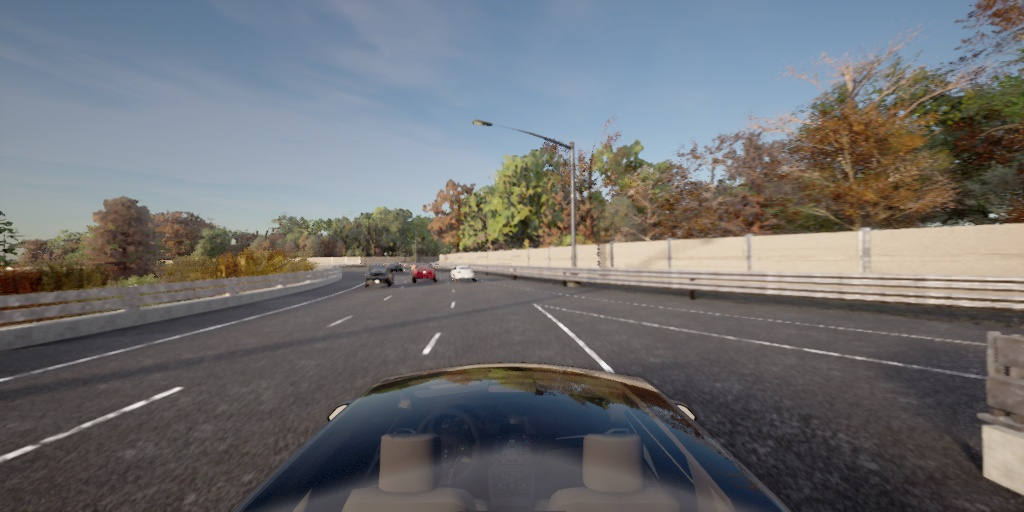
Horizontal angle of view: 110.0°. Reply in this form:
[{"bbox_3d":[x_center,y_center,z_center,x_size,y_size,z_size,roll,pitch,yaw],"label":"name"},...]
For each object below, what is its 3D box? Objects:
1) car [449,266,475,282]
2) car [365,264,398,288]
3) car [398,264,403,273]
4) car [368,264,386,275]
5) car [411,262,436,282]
[{"bbox_3d":[-4.705,1.623,33.963,1.812,1.442,4.674,0,-1,-17],"label":"car"},{"bbox_3d":[-10.313,1.616,28.231,1.837,1.490,4.892,0,0,-14],"label":"car"},{"bbox_3d":[-19.238,1.993,58.548,1.837,1.490,4.892,0,-1,-30],"label":"car"},{"bbox_3d":[-19.616,1.939,52.096,1.837,1.490,4.892,0,-1,-28],"label":"car"},{"bbox_3d":[-8.479,1.496,34.338,2.097,1.767,4.553,-1,-1,-17],"label":"car"}]
